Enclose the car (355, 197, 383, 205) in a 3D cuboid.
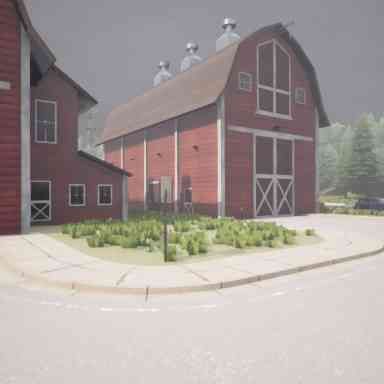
[{"bbox_3d":[20.138,1.388,36.086,2.097,1.767,4.553,0,0,-34],"label":"car"}]
